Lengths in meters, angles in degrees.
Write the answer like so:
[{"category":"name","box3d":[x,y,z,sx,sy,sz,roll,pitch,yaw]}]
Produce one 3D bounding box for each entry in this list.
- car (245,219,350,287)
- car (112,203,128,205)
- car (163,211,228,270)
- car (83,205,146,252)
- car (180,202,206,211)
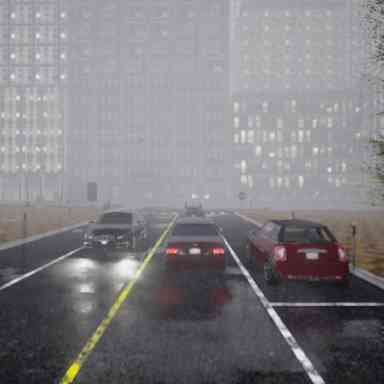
[{"category":"car","box3d":[2.704,1.460,9.417,1.967,1.590,4.097,1,0,0]},{"category":"car","box3d":[-5.801,1.604,26.355,2.008,1.369,4.403,1,0,0]},{"category":"car","box3d":[0.088,1.570,11.017,2.033,1.411,5.357,0,0,0]},{"category":"car","box3d":[-3.091,1.534,14.139,1.837,1.490,4.892,0,0,0]},{"category":"car","box3d":[0.092,1.544,26.492,2.128,1.511,4.902,0,0,0]}]
